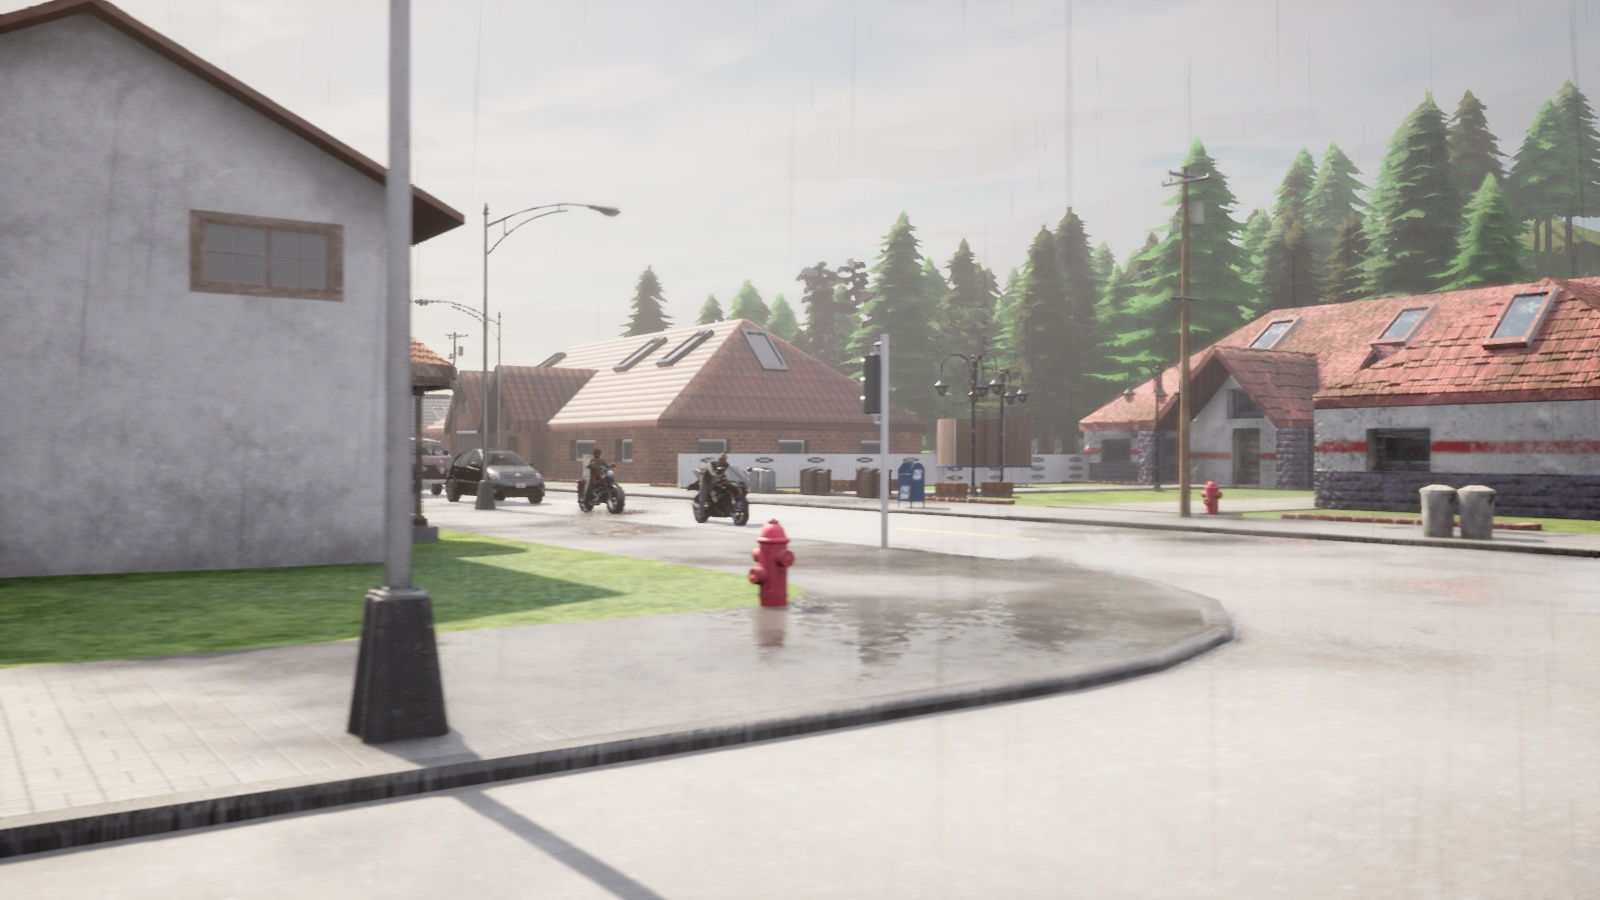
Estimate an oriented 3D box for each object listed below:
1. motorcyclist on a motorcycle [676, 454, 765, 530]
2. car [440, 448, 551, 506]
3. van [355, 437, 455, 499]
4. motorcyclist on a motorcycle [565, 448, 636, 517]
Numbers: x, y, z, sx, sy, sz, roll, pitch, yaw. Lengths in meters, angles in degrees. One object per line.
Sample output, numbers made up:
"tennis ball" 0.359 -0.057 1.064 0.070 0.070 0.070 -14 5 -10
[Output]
"motorcyclist on a motorcycle" -1.696 0.845 26.408 0.866 1.530 2.191 0 0 -35
"car" -8.986 0.750 36.869 1.851 1.617 3.988 0 0 -35
"van" -13.838 0.602 43.828 2.069 2.038 4.480 0 0 -35
"motorcyclist on a motorcycle" -4.961 0.779 31.093 0.766 1.649 2.350 0 0 -35
